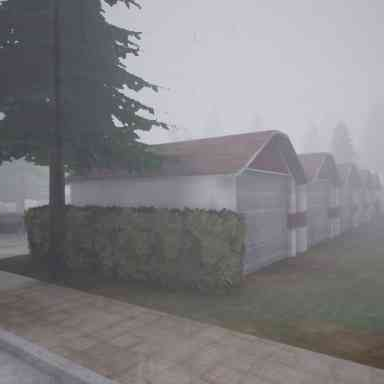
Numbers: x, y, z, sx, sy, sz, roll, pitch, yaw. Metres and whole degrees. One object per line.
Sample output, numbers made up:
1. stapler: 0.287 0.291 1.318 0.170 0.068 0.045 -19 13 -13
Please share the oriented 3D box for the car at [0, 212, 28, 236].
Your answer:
1. car: -12.116 1.983 19.997 1.837 1.490 4.892 -1 -1 36
